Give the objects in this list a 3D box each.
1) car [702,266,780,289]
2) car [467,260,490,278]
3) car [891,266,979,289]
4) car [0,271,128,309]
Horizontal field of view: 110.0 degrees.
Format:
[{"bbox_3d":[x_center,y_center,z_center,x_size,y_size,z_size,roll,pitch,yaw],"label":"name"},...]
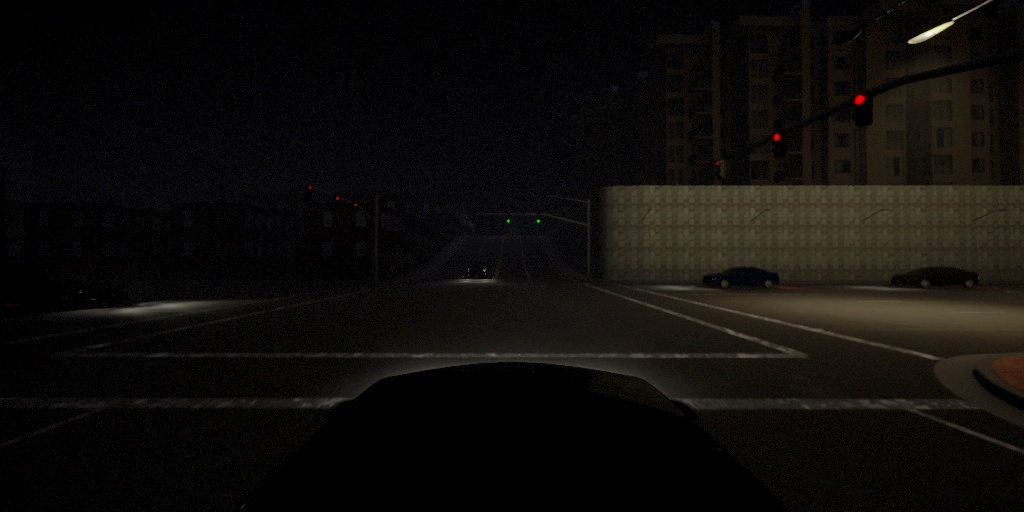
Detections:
[{"bbox_3d":[16.500,1.527,26.004,5.008,1.535,1.882,0,-1,0],"label":"car"},{"bbox_3d":[-3.498,1.317,37.664,2.097,1.767,4.553,0,2,0],"label":"car"},{"bbox_3d":[30.484,1.527,25.958,5.008,1.535,1.882,-1,-1,0],"label":"car"},{"bbox_3d":[-19.600,1.396,15.425,5.008,1.535,1.882,0,-1,0],"label":"car"}]
